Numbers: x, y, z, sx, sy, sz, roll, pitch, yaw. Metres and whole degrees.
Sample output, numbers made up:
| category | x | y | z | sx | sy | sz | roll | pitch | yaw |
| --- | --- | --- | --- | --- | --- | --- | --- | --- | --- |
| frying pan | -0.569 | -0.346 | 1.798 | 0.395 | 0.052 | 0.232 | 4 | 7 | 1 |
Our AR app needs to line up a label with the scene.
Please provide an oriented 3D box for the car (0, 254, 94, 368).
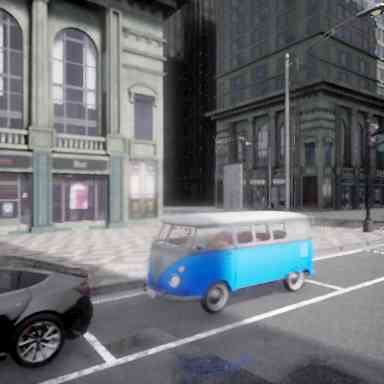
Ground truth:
| category | x | y | z | sx | sy | sz | roll | pitch | yaw |
| --- | --- | --- | --- | --- | --- | --- | --- | --- | --- |
| car | -3.445 | 1.566 | 4.194 | 4.313 | 1.339 | 1.947 | 0 | 0 | -35 |

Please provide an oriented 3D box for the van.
| category | x | y | z | sx | sy | sz | roll | pitch | yaw |
| --- | --- | --- | --- | --- | --- | --- | --- | --- | --- |
| van | 0.962 | 1.343 | 7.337 | 3.998 | 1.788 | 1.690 | 0 | 0 | -35 |
